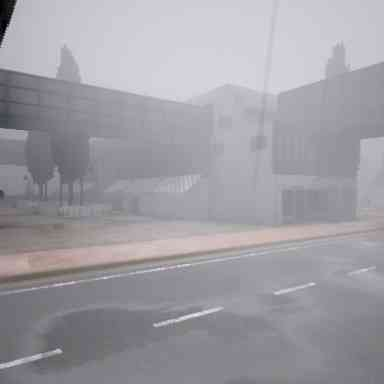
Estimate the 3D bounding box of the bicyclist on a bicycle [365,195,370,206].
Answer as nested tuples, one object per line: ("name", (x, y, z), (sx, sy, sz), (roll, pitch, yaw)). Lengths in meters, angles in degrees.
("bicyclist on a bicycle", (26.722, 1.299, 50.577), (1.656, 1.620, 0.582), (0, 0, -36))
